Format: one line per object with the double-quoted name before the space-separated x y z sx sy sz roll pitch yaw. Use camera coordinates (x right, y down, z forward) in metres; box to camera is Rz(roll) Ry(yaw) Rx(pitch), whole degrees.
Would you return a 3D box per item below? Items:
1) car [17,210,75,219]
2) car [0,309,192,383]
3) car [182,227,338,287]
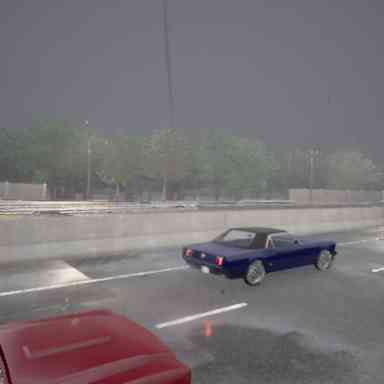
"car" -7.224 1.596 16.031 4.181 1.385 1.994 1 0 -35
"car" -2.256 1.595 2.137 4.718 1.301 1.895 1 0 -36
"car" 2.140 1.669 9.579 4.718 1.301 1.895 1 0 -36
